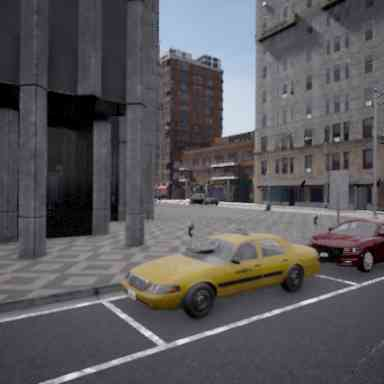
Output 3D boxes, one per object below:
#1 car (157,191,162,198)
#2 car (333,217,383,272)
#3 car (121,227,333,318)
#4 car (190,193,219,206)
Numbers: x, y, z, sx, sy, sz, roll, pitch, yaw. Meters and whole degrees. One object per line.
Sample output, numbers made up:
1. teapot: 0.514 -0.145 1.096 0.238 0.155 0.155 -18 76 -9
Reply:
1. car: -7.392 0.371 58.434 2.150 2.045 5.566 1 0 -35
2. car: 5.599 1.534 10.750 4.507 1.381 1.887 0 1 -35
3. car: 0.881 1.520 7.384 4.829 1.417 1.752 0 1 -35
4. car: 1.663 0.991 45.429 2.097 1.767 4.553 1 0 -35
